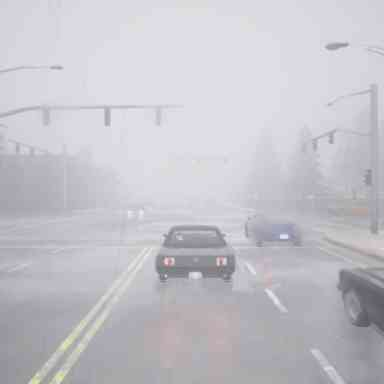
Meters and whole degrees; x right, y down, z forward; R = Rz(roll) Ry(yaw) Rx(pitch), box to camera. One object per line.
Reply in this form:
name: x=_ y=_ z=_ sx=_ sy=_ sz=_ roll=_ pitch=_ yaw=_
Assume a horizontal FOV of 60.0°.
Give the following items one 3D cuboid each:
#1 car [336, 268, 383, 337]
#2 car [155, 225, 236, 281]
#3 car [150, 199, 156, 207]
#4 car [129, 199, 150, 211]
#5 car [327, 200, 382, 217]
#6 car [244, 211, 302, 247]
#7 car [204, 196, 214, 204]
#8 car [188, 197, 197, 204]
car: x=3.603 y=1.616 z=4.081 sx=1.895 sy=1.301 sz=4.718 roll=0 pitch=0 yaw=0
car: x=0.068 y=1.636 z=9.893 sx=1.895 sy=1.301 sz=4.718 roll=0 pitch=0 yaw=0
car: x=-7.037 y=1.754 z=54.024 sx=1.994 sy=1.385 sz=4.181 roll=0 pitch=0 yaw=0
car: x=-7.055 y=1.680 z=44.000 sx=1.812 sy=1.442 sz=4.674 roll=0 pitch=0 yaw=0
car: x=15.956 y=1.594 z=32.764 sx=5.008 sy=1.535 sz=1.882 roll=0 pitch=0 yaw=0
car: x=3.608 y=1.580 z=15.317 sx=1.812 sy=1.442 sz=4.674 roll=0 pitch=0 yaw=0
car: x=3.575 y=1.607 z=71.627 sx=2.097 sy=1.767 sz=4.553 roll=0 pitch=0 yaw=0
car: x=0.068 y=1.730 z=71.632 sx=1.882 sy=1.535 sz=5.008 roll=0 pitch=0 yaw=0
